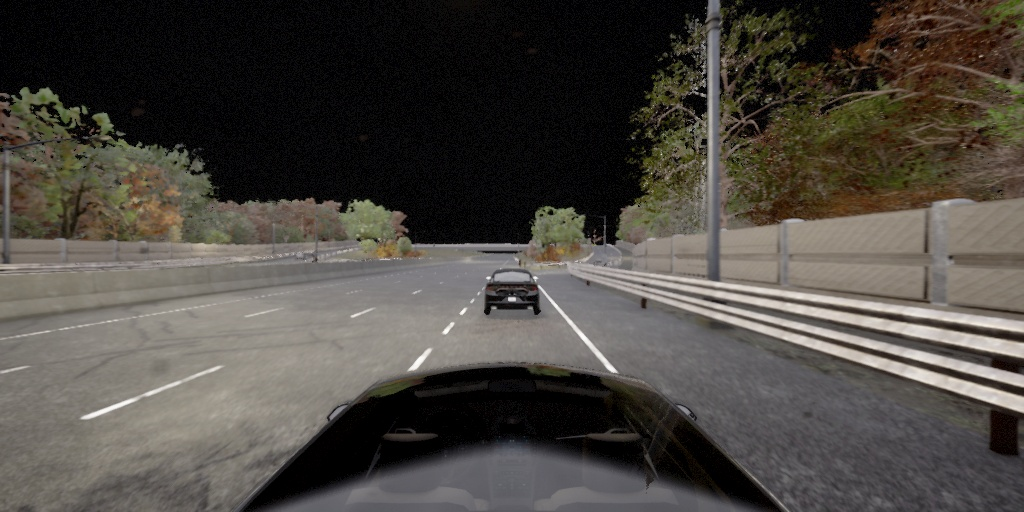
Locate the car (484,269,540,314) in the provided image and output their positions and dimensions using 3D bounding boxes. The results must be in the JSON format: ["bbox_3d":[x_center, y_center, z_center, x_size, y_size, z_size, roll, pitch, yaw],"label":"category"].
[{"bbox_3d":[0.002,1.222,13.880,1.882,1.535,5.008,0,0,0],"label":"car"}]
